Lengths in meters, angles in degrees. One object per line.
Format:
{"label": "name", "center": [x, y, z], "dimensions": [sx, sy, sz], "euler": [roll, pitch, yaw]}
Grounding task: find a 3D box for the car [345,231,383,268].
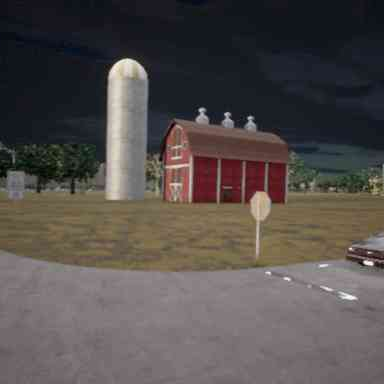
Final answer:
{"label": "car", "center": [7.704, 1.869, 11.509], "dimensions": [5.357, 1.411, 2.033], "euler": [2, 0, -30]}
